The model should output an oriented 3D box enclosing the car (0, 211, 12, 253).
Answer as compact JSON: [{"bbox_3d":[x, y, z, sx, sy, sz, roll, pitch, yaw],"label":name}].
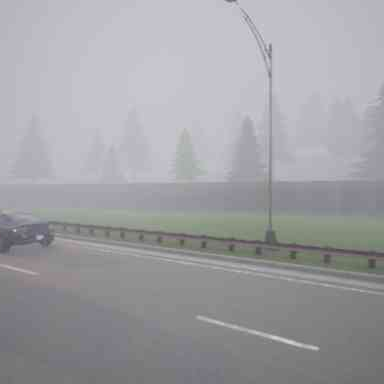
[{"bbox_3d":[-7.673,1.197,9.422,5.566,2.045,2.150,0,0,35],"label":"car"}]

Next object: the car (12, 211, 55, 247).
[{"bbox_3d":[-7.468,1.497,13.587,4.674,1.442,1.812,0,0,36],"label":"car"}]
